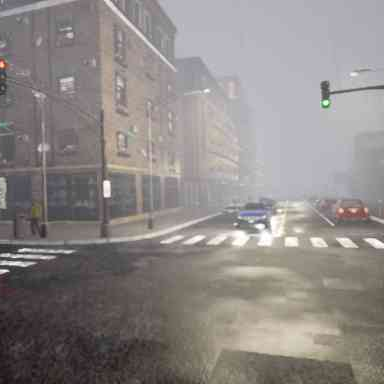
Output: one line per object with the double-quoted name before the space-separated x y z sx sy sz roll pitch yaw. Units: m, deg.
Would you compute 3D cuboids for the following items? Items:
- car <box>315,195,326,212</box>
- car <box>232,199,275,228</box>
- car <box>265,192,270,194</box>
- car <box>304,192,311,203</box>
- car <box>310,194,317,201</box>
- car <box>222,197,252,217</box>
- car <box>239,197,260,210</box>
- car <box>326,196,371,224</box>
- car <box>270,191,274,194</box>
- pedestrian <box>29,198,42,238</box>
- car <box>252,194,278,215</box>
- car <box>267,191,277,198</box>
"car" 13.476 1.207 32.711 1.802 1.307 4.206 -2 0 16
"car" 4.014 1.391 21.104 1.812 1.442 4.674 -1 0 16
"car" 11.854 1.178 56.764 1.752 1.417 4.829 -2 0 16
"car" 19.941 1.009 54.561 2.008 1.369 4.403 -2 0 16
"car" 15.092 1.133 38.174 2.008 1.369 4.403 -2 0 16
"car" 3.822 1.413 29.615 2.008 1.369 4.403 -2 0 16
"car" 7.055 1.327 40.540 2.008 1.369 4.403 -2 0 16
"car" 10.239 1.153 21.786 1.967 1.590 4.097 -2 0 16
"car" 15.132 1.012 67.852 1.967 1.590 4.097 -2 0 16
"pedestrian" -7.473 1.219 15.916 0.375 1.860 0.375 -1 0 16
"car" 6.977 1.276 31.025 2.128 1.511 4.902 -1 0 17
"car" 21.593 0.738 89.700 2.192 1.841 5.009 -2 0 16
